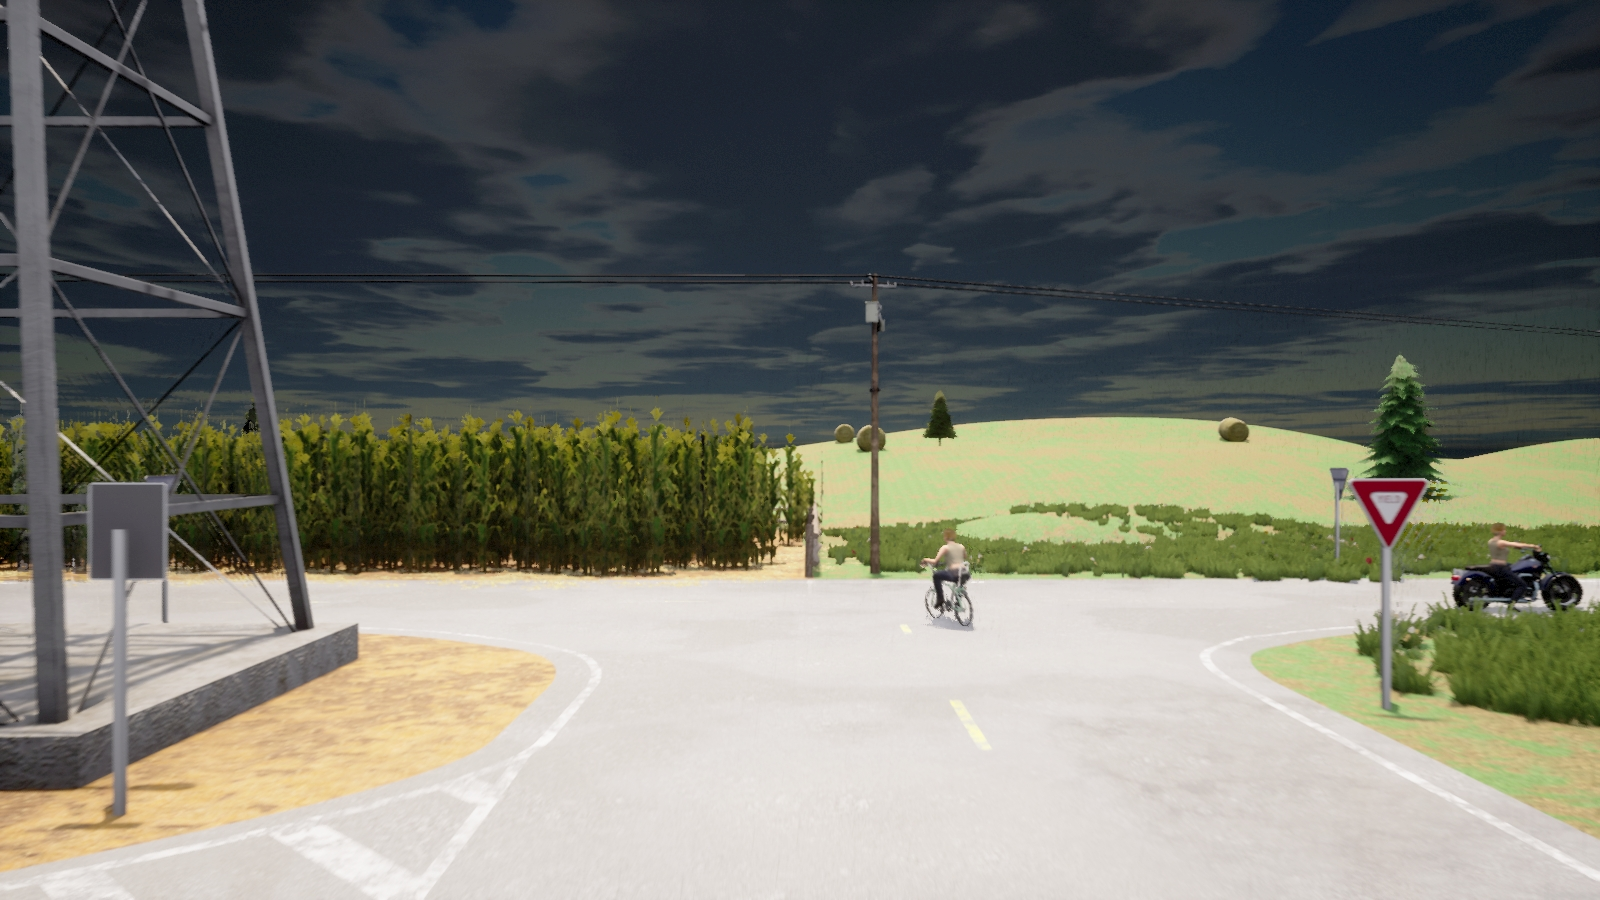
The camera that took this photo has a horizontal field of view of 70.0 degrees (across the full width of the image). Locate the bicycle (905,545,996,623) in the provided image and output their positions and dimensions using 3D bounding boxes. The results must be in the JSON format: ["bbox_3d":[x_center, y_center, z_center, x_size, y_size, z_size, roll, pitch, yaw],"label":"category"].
[{"bbox_3d":[2.508,2.222,19.197,0.859,1.080,1.487,-2,1,-23],"label":"bicycle"}]
